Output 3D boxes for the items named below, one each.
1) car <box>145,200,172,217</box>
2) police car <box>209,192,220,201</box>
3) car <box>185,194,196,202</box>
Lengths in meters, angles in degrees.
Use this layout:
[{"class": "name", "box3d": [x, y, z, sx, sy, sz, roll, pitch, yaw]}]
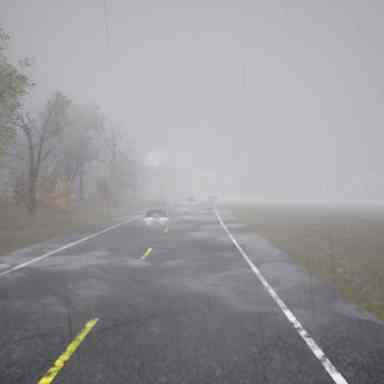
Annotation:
[{"class": "car", "box3d": [-2.953, 1.474, 30.470, 2.033, 1.411, 5.357, 0, 0, 2]}, {"class": "police car", "box3d": [4.902, 1.203, 76.927, 1.930, 1.638, 5.238, 0, 0, 6]}, {"class": "car", "box3d": [-0.288, 1.278, 70.312, 1.837, 1.490, 4.892, 0, 0, 5]}]
